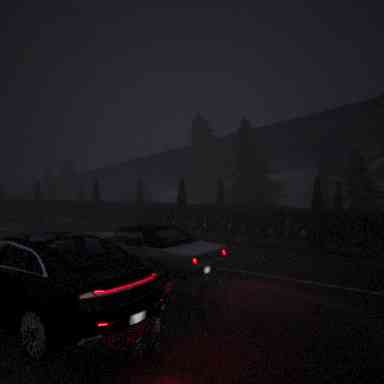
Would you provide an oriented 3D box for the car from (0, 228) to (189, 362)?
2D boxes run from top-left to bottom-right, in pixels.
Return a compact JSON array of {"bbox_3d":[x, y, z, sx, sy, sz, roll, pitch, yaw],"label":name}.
[{"bbox_3d":[-2.702,1.472,5.901,4.902,1.511,2.128,0,0,35],"label":"car"}]

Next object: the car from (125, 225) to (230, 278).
[{"bbox_3d":[-1.432,1.577,9.291,4.718,1.301,1.895,0,0,35],"label":"car"}]
